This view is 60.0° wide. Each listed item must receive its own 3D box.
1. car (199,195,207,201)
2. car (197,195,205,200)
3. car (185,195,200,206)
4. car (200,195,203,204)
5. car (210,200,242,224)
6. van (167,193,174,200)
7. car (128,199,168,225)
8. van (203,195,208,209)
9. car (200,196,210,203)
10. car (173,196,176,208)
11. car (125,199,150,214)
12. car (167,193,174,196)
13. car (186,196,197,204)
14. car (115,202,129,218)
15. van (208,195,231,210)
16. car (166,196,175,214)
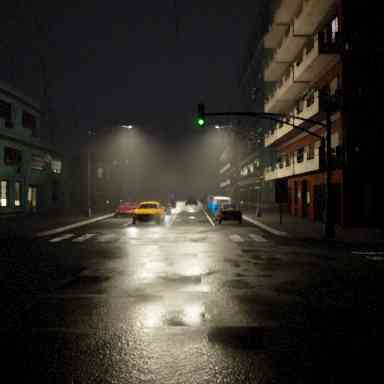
[{"bbox_3d":[2.579,1.490,80.318,1.887,1.381,4.507,1,0,0],"label":"car"},{"bbox_3d":[2.562,1.478,91.479,2.008,1.369,4.403,1,0,0],"label":"car"},{"bbox_3d":[-0.083,1.542,54.372,1.994,1.385,4.181,0,0,0],"label":"car"},{"bbox_3d":[2.621,1.506,52.583,1.752,1.417,4.829,1,0,0],"label":"car"},{"bbox_3d":[2.664,1.547,24.510,2.008,1.369,4.403,1,0,0],"label":"car"},{"bbox_3d":[-5.815,1.269,91.424,1.690,1.788,3.998,1,0,0],"label":"van"},{"bbox_3d":[-3.126,1.474,24.555,1.882,1.535,5.008,0,0,0],"label":"car"},{"bbox_3d":[2.642,1.330,41.252,1.690,1.788,3.998,1,0,0],"label":"van"},{"bbox_3d":[2.596,1.527,69.156,1.947,1.339,4.313,1,0,0],"label":"car"},{"bbox_3d":[-3.158,1.586,45.698,1.895,1.301,4.718,0,0,0],"label":"car"},{"bbox_3d":[-5.733,1.536,35.622,1.887,1.381,4.507,1,0,0],"label":"car"},{"bbox_3d":[-5.810,1.503,85.844,1.947,1.339,4.313,1,0,0],"label":"car"},{"bbox_3d":[-0.100,1.532,64.414,1.994,1.385,4.181,0,0,0],"label":"car"},{"bbox_3d":[-5.725,1.576,30.042,1.802,1.307,4.206,1,0,0],"label":"car"},{"bbox_3d":[2.658,1.335,30.090,1.690,1.788,3.998,1,0,0],"label":"van"},{"bbox_3d":[-3.140,1.497,34.598,1.837,1.490,4.892,0,0,0],"label":"car"}]
